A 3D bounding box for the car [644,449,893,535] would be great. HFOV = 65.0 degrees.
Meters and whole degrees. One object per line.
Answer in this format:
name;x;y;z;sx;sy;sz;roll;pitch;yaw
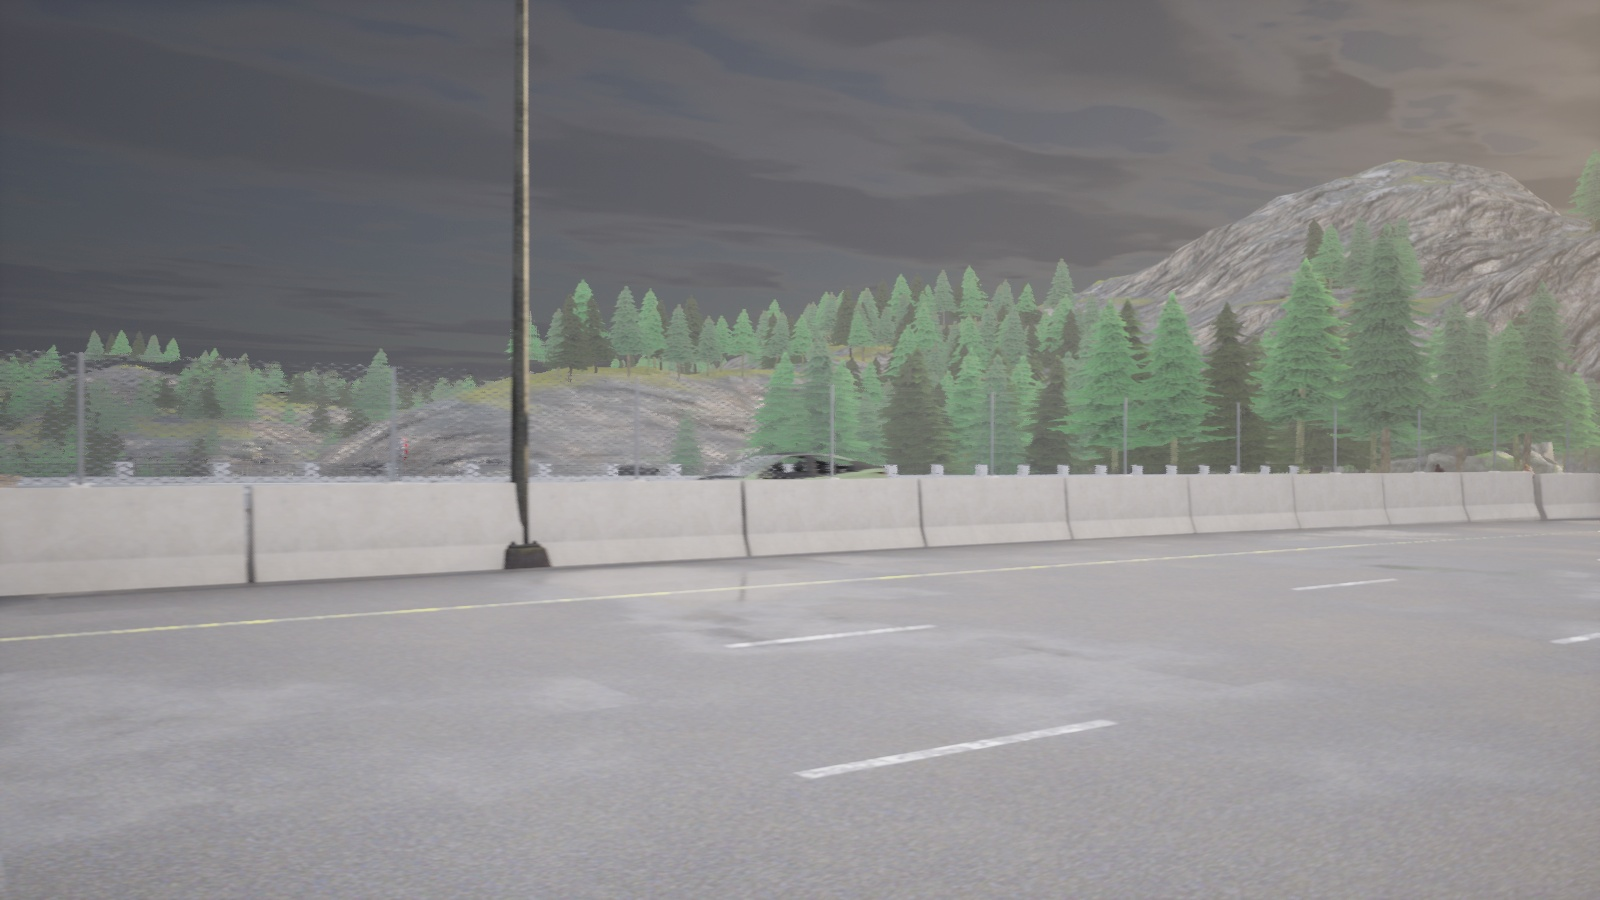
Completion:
car;-0.570;0.759;24.584;4.514;1.525;2.007;0;0;-35
